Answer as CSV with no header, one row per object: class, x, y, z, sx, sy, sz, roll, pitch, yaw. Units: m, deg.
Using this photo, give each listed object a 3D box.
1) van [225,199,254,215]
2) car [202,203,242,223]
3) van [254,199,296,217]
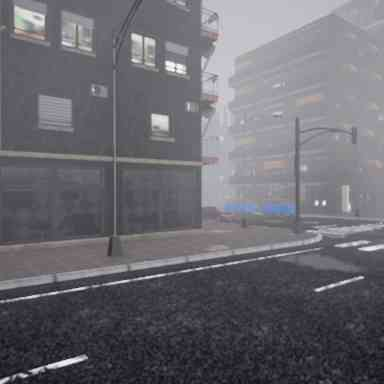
van,5.360,1.661,38.186,1.690,1.788,3.998,-1,0,-36
car,1.934,1.864,28.754,1.802,1.307,4.206,-1,0,-36
van,8.675,1.587,33.670,1.690,1.788,3.998,-1,0,-36
